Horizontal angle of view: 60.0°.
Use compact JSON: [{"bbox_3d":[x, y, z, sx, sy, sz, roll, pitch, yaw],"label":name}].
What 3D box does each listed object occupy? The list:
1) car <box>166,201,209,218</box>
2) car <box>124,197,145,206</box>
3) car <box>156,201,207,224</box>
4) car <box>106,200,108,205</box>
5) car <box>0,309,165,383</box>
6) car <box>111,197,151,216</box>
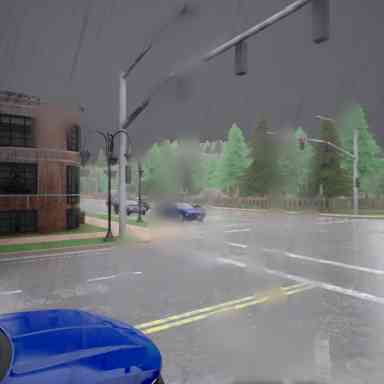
[{"bbox_3d":[-0.491,1.564,30.776,1.994,1.385,4.181,0,0,-35],"label":"car"},{"bbox_3d":[-9.828,1.526,56.668,1.812,1.442,4.674,0,0,-35],"label":"car"},{"bbox_3d":[-0.919,1.478,25.274,1.882,1.535,5.008,0,0,-35],"label":"car"},{"bbox_3d":[-12.626,1.564,54.562,1.994,1.385,4.181,0,0,-35],"label":"car"},{"bbox_3d":[-2.501,1.478,1.957,5.008,1.535,1.882,0,0,-36],"label":"car"},{"bbox_3d":[-6.195,1.526,32.833,1.812,1.442,4.674,0,0,-35],"label":"car"}]
